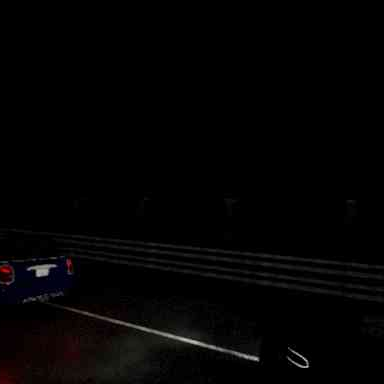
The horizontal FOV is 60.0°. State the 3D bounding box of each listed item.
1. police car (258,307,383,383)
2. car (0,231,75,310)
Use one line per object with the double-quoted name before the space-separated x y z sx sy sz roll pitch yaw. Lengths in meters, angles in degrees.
"police car" 3.363 1.890 3.434 5.238 1.638 1.930 0 -5 30
"car" -5.138 1.792 8.432 4.553 1.767 2.097 0 -5 30
